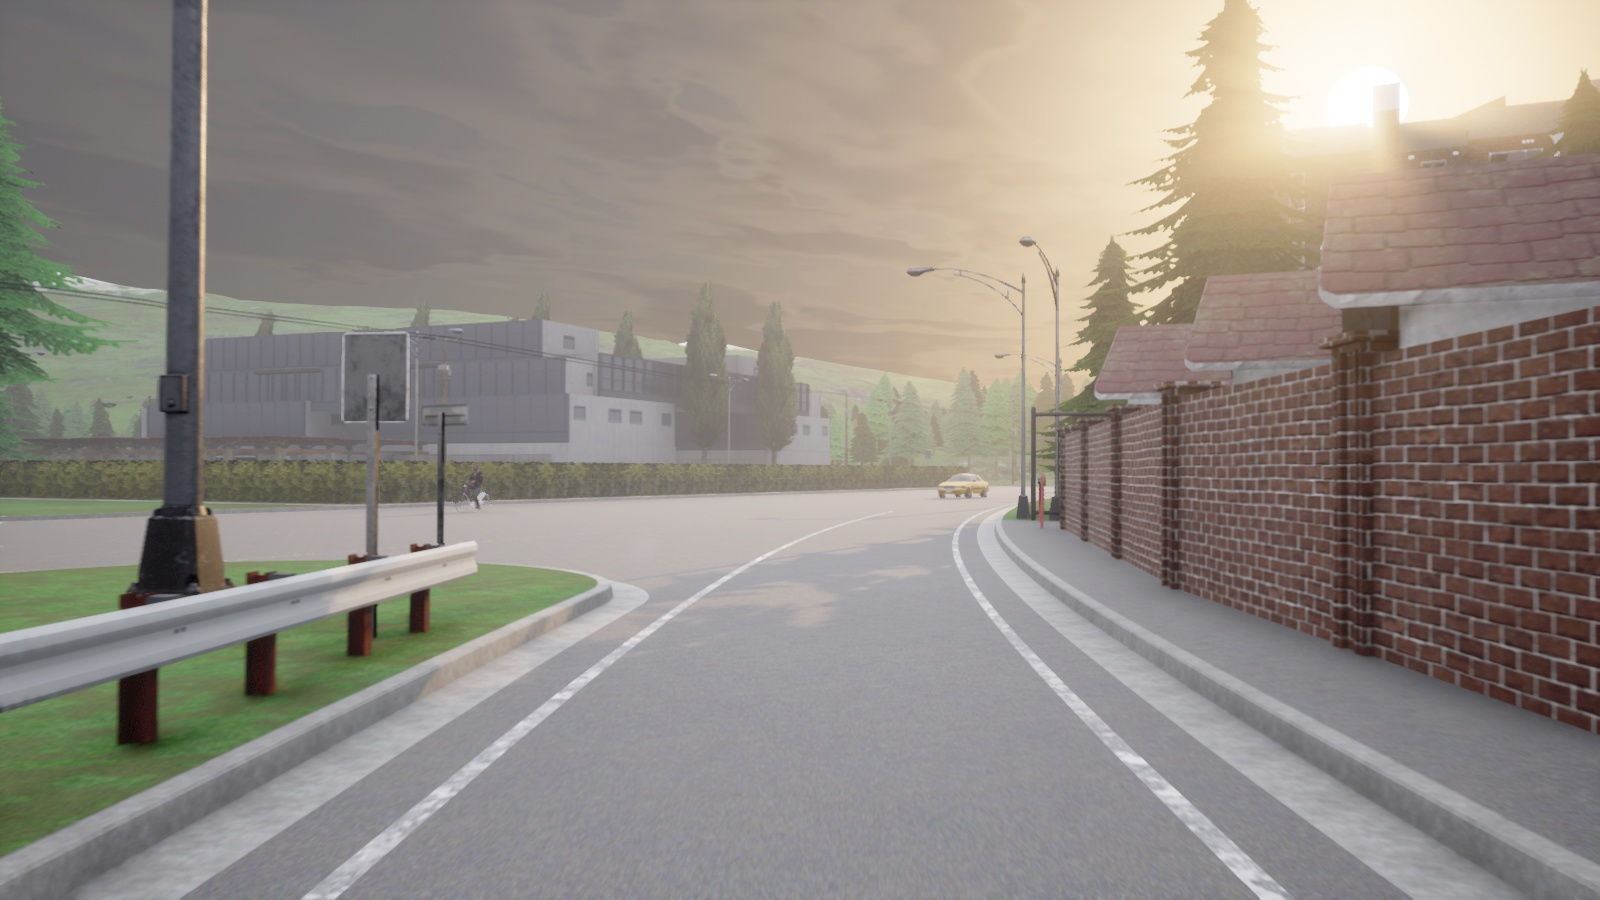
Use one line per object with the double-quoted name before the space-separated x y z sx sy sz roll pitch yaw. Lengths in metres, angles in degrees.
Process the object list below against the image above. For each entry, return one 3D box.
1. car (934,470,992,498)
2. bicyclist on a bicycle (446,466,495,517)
"car" 9.684 1.958 74.136 1.801 1.575 5.366 -1 -1 26
"bicyclist on a bicycle" -11.887 1.489 45.318 0.659 1.776 1.843 -1 -1 26
